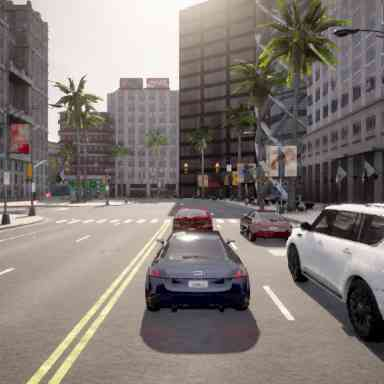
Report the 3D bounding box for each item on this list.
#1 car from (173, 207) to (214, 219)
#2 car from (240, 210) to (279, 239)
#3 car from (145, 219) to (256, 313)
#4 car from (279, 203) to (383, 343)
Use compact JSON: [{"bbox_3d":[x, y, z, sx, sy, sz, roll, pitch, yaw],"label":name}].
[{"bbox_3d":[0.086,1.478,16.756,1.882,1.535,5.008,0,0,2],"label":"car"},{"bbox_3d":[3.593,1.564,16.635,1.994,1.385,4.181,0,0,0],"label":"car"},{"bbox_3d":[0.087,1.562,7.770,1.994,1.385,4.181,0,0,-1],"label":"car"},{"bbox_3d":[3.599,1.223,6.561,2.150,2.045,5.566,0,0,0],"label":"car"}]
